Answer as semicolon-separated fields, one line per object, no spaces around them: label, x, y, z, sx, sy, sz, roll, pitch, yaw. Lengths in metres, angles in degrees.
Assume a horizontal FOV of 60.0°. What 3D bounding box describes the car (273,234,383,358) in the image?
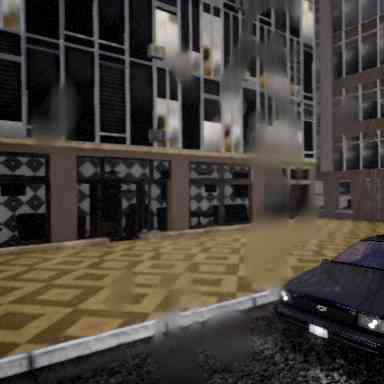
car;3.927;1.543;6.169;5.357;1.411;2.033;0;0;-35
